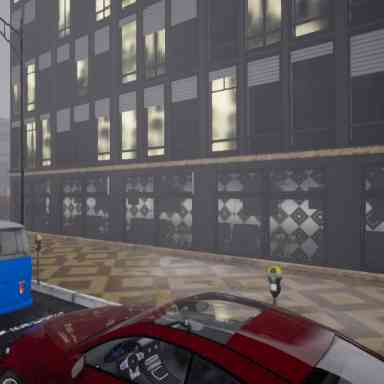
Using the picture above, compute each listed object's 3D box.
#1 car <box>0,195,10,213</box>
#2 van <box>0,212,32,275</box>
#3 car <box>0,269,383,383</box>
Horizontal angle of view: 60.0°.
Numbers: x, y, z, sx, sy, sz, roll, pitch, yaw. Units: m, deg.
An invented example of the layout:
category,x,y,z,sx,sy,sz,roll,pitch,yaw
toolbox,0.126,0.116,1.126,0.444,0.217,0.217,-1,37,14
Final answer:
category,x,y,z,sx,sy,sz,roll,pitch,yaw
car,-14.535,1.357,28.246,2.192,1.841,5.009,-1,-1,35
van,-4.633,1.342,6.138,3.998,1.788,1.690,0,0,35
car,0.000,1.582,2.836,4.206,1.307,1.802,0,0,35
